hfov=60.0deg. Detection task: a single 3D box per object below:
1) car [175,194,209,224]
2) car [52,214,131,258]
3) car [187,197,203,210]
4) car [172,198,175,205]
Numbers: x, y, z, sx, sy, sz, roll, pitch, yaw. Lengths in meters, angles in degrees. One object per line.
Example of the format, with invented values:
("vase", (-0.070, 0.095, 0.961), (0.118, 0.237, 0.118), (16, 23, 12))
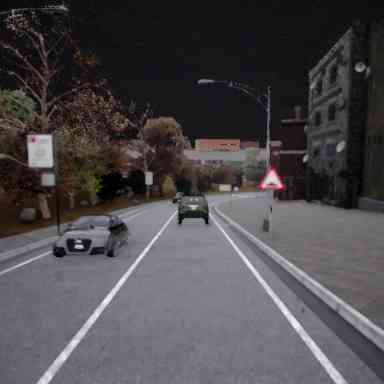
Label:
("car", (0.102, 1.177, 24.704), (2.150, 2.045, 5.566), (0, 0, 0))
("car", (-3.597, 1.541, 12.557), (1.994, 1.385, 4.181), (0, 0, 0))
("car", (0.448, 1.450, 42.797), (1.812, 1.442, 4.674), (0, 0, 3))
("car", (-1.984, 1.373, 54.049), (1.895, 1.301, 4.718), (1, 1, 10))
